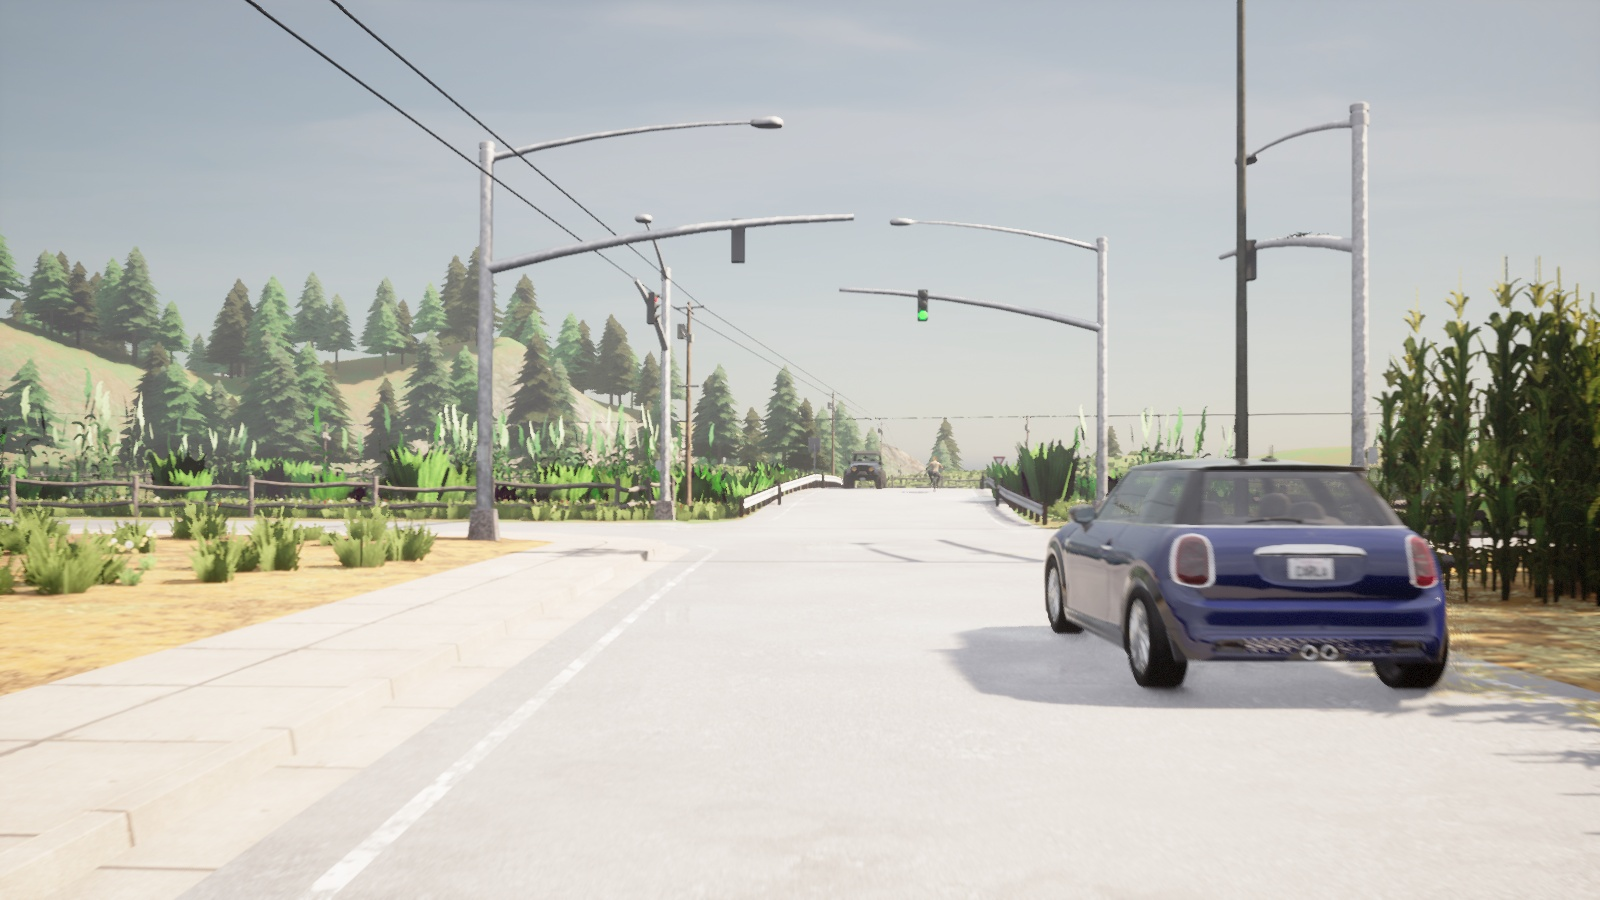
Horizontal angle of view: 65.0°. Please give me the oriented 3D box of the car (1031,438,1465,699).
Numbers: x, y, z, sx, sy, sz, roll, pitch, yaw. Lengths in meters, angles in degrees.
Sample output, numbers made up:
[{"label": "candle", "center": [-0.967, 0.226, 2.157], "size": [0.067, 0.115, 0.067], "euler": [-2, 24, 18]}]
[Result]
[{"label": "car", "center": [3.476, 0.846, 10.848], "size": [2.097, 1.767, 4.553], "euler": [0, -1, 0]}]

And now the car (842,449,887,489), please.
[{"label": "car", "center": [3.213, 0.940, 61.878], "size": [1.905, 1.878, 3.866], "euler": [0, -1, 8]}]
